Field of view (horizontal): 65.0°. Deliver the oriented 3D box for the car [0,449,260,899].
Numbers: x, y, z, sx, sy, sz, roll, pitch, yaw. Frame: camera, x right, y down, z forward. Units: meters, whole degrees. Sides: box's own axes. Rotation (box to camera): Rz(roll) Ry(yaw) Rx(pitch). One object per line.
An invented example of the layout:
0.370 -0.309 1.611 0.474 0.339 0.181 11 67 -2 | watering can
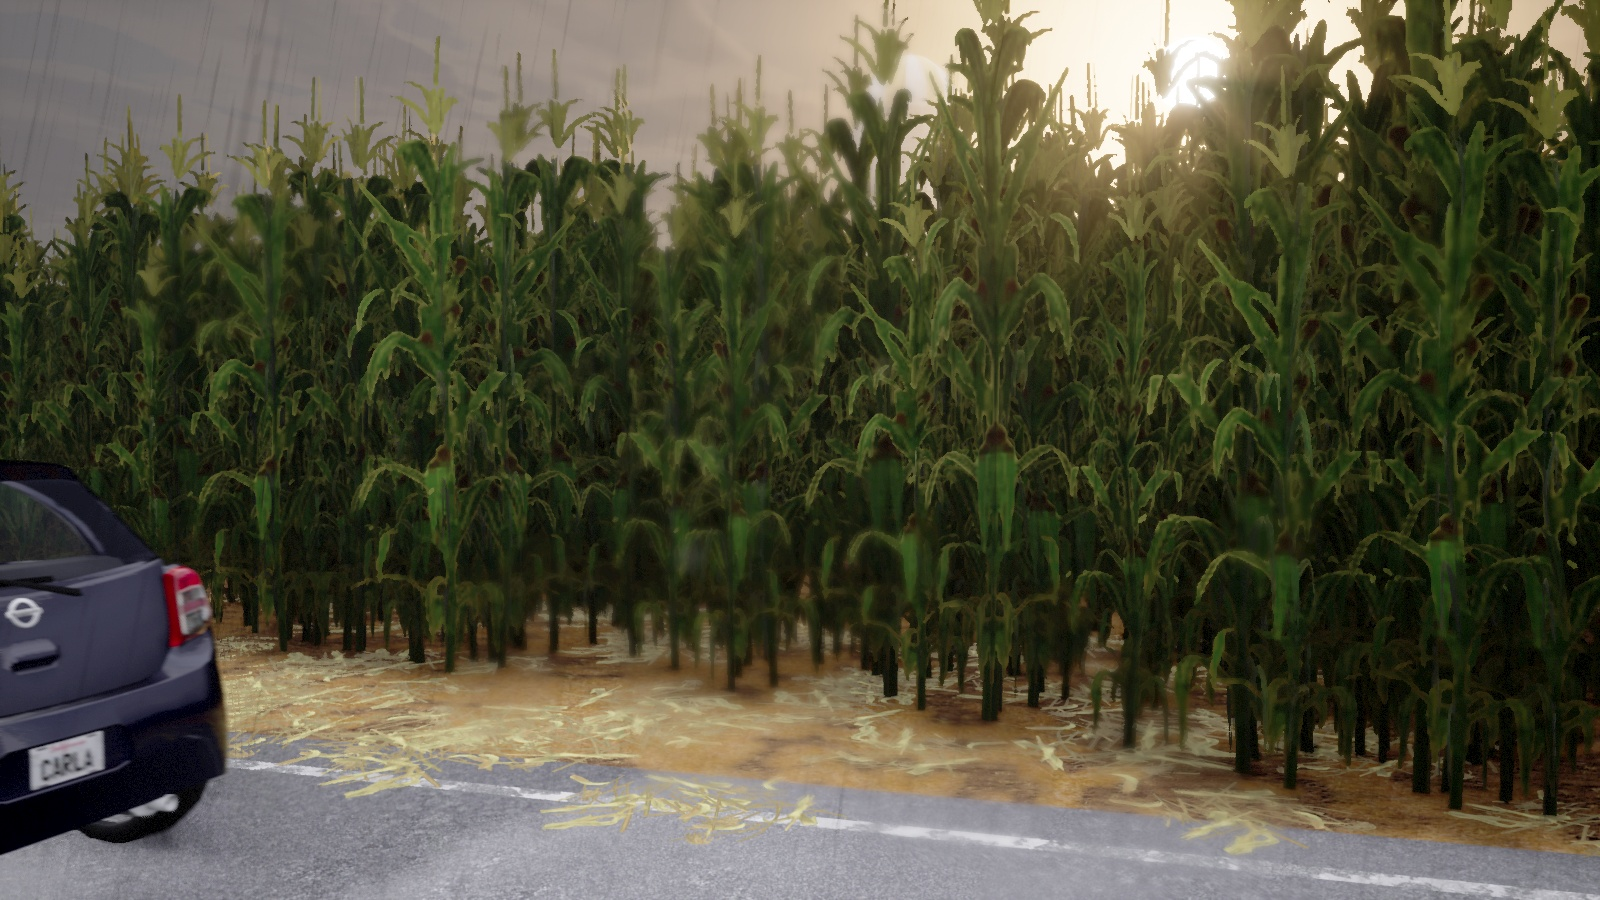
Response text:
-4.111 0.752 4.576 3.633 1.501 1.845 1 1 19 | car
